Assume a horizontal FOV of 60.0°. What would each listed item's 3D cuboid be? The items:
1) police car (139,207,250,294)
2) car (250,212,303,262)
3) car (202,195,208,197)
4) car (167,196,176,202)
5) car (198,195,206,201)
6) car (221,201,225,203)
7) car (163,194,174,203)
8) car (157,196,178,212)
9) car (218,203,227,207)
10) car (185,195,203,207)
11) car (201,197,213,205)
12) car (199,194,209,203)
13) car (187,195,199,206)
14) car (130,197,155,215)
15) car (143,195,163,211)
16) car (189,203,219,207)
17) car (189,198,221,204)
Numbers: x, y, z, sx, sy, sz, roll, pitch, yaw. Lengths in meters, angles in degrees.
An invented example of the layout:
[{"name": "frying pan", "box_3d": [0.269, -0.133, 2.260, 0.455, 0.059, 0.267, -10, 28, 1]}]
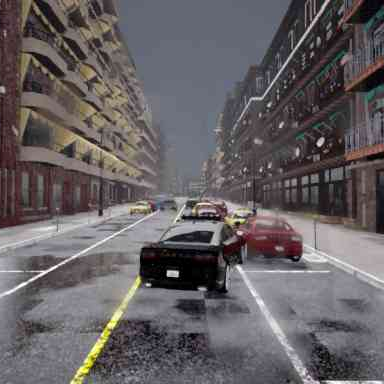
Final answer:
[{"name": "police car", "box_3d": [0.298, 1.431, 9.129, 1.930, 1.638, 5.238, 0, 0, 15]}, {"name": "car", "box_3d": [2.613, 1.554, 12.074, 1.887, 1.381, 4.507, 1, 0, 0]}, {"name": "car", "box_3d": [2.719, 1.649, 56.320, 1.887, 1.381, 4.507, 1, 0, 0]}, {"name": "car", "box_3d": [-5.097, 1.781, 84.053, 1.947, 1.339, 4.313, 1, 0, 0]}, {"name": "car", "box_3d": [2.765, 1.682, 89.507, 1.967, 1.590, 4.097, 1, 0, 0]}, {"name": "car", "box_3d": [2.666, 1.591, 34.197, 1.887, 1.381, 4.507, 1, 0, 0]}, {"name": "car", "box_3d": [-5.116, 1.482, 72.992, 2.192, 1.841, 5.009, 1, 0, 0]}, {"name": "car", "box_3d": [-2.657, 1.581, 38.798, 1.812, 1.442, 4.674, 0, 0, 0]}, {"name": "car", "box_3d": [2.628, 1.541, 17.776, 1.752, 1.417, 4.829, 1, 0, 0]}, {"name": "car", "box_3d": [0.120, 1.550, 45.600, 1.882, 1.535, 5.008, 0, 0, 0]}, {"name": "car", "box_3d": [2.732, 1.669, 61.850, 1.887, 1.381, 4.507, 1, 0, 0]}, {"name": "car", "box_3d": [2.742, 1.504, 78.444, 2.192, 1.841, 5.009, 1, 0, 0]}, {"name": "car", "box_3d": [0.142, 1.467, 59.439, 2.097, 1.767, 4.553, 0, 0, 0]}, {"name": "car", "box_3d": [-5.214, 1.571, 34.109, 1.752, 1.417, 4.829, 2, 0, 0]}, {"name": "car", "box_3d": [-5.195, 1.373, 39.811, 2.192, 1.841, 5.009, 2, 0, 0]}, {"name": "car", "box_3d": [0.870, 1.543, 18.747, 1.812, 1.442, 4.674, 0, 0, 0]}, {"name": "car", "box_3d": [0.885, 1.482, 24.941, 1.801, 1.575, 5.366, 0, 0, 0]}]
